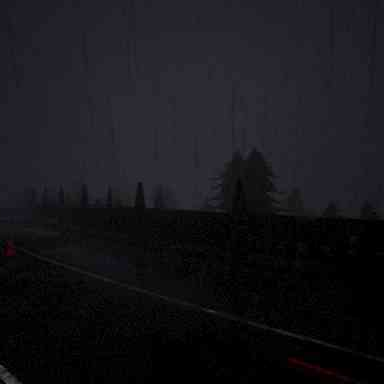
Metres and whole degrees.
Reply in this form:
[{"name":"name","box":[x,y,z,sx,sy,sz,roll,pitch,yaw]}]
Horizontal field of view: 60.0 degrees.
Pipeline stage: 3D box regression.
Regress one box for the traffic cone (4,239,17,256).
[{"name":"traffic cone","box":[-6.696,2.019,12.291,0.340,0.580,0.340,0,-1,41]}]

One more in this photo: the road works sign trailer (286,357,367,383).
[{"name":"road works sign trailer","box":[2.107,0.510,2.609,2.880,3.560,2.380,0,-1,41]}]
